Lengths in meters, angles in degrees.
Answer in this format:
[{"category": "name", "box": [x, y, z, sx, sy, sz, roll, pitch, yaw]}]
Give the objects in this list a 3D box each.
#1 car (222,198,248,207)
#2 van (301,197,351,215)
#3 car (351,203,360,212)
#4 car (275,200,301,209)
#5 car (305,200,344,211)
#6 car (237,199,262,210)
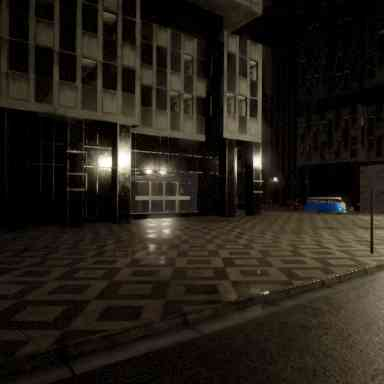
[{"category": "car", "box": [7.370, 1.841, 57.617, 1.752, 1.417, 4.829, 0, 0, -36]}, {"category": "van", "box": [13.687, 1.426, 34.137, 1.690, 1.788, 3.998, 0, 0, -36]}, {"category": "car", "box": [20.615, 1.726, 39.102, 1.947, 1.339, 4.313, 0, 0, -36]}, {"category": "car", "box": [14.042, 1.820, 48.291, 1.802, 1.307, 4.206, 0, 0, -36]}, {"category": "car", "box": [17.329, 1.750, 43.697, 2.008, 1.369, 4.403, 0, 0, -36]}, {"category": "car", "box": [7.114, 1.708, 43.324, 1.887, 1.381, 4.507, 0, 0, -36]}]
